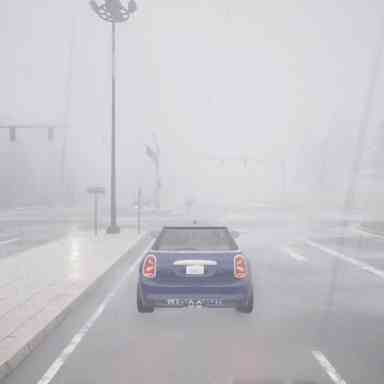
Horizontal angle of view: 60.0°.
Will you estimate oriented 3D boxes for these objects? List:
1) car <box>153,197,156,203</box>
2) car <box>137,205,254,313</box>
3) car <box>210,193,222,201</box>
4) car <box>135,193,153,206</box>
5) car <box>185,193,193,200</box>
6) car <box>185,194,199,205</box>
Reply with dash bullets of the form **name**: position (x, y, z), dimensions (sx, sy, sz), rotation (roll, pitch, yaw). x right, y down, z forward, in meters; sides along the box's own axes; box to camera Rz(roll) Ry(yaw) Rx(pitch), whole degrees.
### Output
- **car**: position (-8.386, 1.547, 65.611), dimensions (2.033, 1.411, 5.357), rotation (0, 0, 0)
- **car**: position (0.069, 1.352, 7.821), dimensions (2.097, 1.767, 4.553), rotation (0, 0, 0)
- **car**: position (6.333, 1.215, 84.933), dimensions (2.150, 2.045, 5.566), rotation (0, 0, -1)
- **car**: position (-8.285, 1.352, 55.997), dimensions (2.097, 1.767, 4.553), rotation (0, 0, -1)
- **car**: position (-0.839, 1.189, 95.500), dimensions (2.150, 2.045, 5.566), rotation (0, 0, -1)
- **car**: position (-0.176, 1.526, 54.640), dimensions (1.812, 1.442, 4.674), rotation (0, 0, -1)
